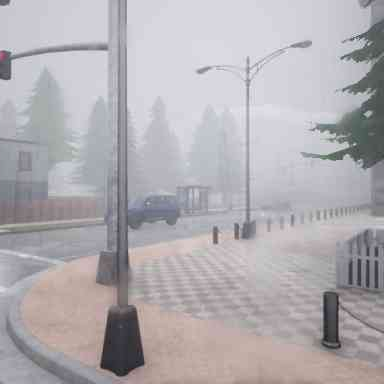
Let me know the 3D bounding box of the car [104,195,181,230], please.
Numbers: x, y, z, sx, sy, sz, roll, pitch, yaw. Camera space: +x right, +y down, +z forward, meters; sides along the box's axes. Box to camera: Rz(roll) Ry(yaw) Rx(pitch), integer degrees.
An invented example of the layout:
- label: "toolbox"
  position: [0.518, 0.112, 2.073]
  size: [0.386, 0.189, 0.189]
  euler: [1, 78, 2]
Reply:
- label: "car"
  position: [-3.045, 1.207, 21.748]
  size: [2.150, 2.045, 5.566]
  euler: [0, 0, 37]

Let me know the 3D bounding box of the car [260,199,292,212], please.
- label: "car"
  position: [9.834, 1.532, 38.641]
  size: [2.033, 1.411, 5.357]
  euler: [0, 0, 38]

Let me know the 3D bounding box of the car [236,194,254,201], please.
- label: "car"
  position: [12.826, 1.144, 78.062]
  size: [1.932, 1.855, 4.605]
  euler: [0, 0, 36]

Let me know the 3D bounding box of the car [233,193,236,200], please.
- label: "car"
  position: [10.561, 1.146, 79.221]
  size: [1.905, 1.878, 3.866]
  euler: [0, 0, 36]
